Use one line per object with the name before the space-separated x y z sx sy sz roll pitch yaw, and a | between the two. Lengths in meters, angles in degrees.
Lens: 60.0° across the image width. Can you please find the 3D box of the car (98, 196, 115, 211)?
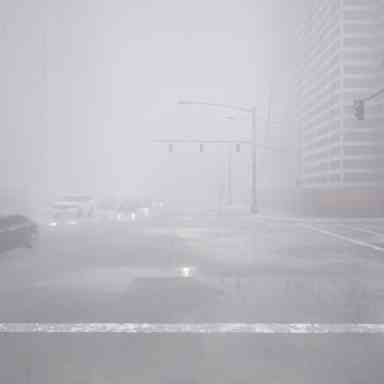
car | -10.550 1.352 41.554 2.097 1.767 4.553 0 0 0

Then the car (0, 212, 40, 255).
car | -7.088 1.505 11.644 1.837 1.490 4.892 0 0 0

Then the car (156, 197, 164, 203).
car | -6.919 1.613 68.750 1.895 1.301 4.718 0 0 0

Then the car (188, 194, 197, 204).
car | 0.075 1.547 64.185 2.033 1.411 5.357 0 0 0

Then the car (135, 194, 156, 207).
car | -7.037 1.487 49.548 2.128 1.511 4.902 0 0 0

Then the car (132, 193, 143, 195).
car | -10.476 1.477 63.386 1.882 1.535 5.008 0 0 1

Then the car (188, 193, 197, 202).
car | 0.087 1.184 74.440 2.097 1.767 4.553 0 0 0

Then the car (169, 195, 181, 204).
car | -3.425 1.491 64.189 2.128 1.511 4.902 0 0 0

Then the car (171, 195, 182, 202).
car | -3.412 1.354 74.474 2.128 1.511 4.902 0 0 0

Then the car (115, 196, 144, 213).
car | -7.055 1.504 37.929 1.837 1.490 4.892 0 0 0

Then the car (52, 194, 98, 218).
car | -10.559 1.222 30.002 2.150 2.045 5.566 0 0 0
